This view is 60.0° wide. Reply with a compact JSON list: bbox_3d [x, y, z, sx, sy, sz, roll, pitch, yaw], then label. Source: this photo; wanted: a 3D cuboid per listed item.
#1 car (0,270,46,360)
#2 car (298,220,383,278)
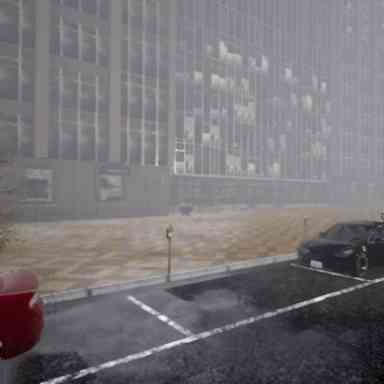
[{"bbox_3d":[-4.071,1.544,3.647,4.507,1.381,1.887,0,1,-35],"label":"car"},{"bbox_3d":[5.119,1.574,10.197,4.313,1.339,1.947,0,1,-35],"label":"car"}]
